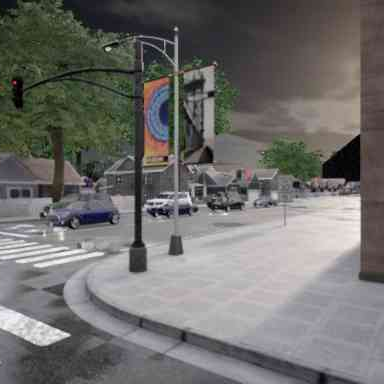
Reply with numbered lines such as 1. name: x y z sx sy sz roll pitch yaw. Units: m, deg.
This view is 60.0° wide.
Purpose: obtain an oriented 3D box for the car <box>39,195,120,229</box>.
1. car: -6.729 1.250 20.821 2.097 1.767 4.553 0 0 35

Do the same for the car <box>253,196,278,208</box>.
1. car: 9.743 1.235 43.806 2.128 1.511 4.902 0 0 36

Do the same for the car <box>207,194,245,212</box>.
1. car: 3.946 1.274 35.741 1.882 1.535 5.008 0 0 35

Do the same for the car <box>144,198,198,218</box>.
1. car: -1.504 1.448 28.139 1.895 1.301 4.718 0 0 36

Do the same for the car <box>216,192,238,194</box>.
1. car: 4.039 0.989 41.438 2.150 2.045 5.566 0 0 35

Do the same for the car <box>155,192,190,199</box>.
1. car: -2.216 1.047 32.708 2.150 2.045 5.566 0 0 35

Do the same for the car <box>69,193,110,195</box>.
1. car: -8.207 1.104 24.397 2.150 2.045 5.566 0 0 34
